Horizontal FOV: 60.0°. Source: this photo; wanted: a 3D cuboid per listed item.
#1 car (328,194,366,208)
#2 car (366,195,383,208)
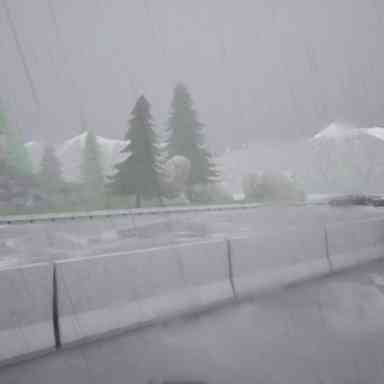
[{"bbox_3d":[16.320,0.893,34.294,4.718,1.301,1.895,-1,1,-26],"label":"car"},{"bbox_3d":[19.485,0.753,31.905,5.008,1.535,1.882,-1,1,-25],"label":"car"}]
